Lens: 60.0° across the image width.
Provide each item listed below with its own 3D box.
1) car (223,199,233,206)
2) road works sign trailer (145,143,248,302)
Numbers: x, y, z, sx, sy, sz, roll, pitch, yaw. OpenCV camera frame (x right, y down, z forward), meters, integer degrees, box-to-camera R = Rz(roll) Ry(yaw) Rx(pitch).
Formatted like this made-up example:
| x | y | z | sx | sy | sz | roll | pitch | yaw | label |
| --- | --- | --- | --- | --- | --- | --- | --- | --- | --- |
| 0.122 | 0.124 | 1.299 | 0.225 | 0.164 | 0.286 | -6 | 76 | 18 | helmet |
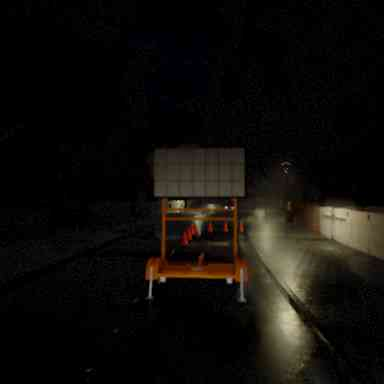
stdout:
| x | y | z | sx | sy | sz | roll | pitch | yaw | label |
| --- | --- | --- | --- | --- | --- | --- | --- | --- | --- |
| 8.524 | 2.279 | 78.863 | 2.150 | 2.045 | 5.566 | 0 | -1 | 3 | car |
| 0.199 | 0.565 | 8.606 | 2.380 | 3.560 | 2.880 | 0 | -1 | 5 | road works sign trailer |
